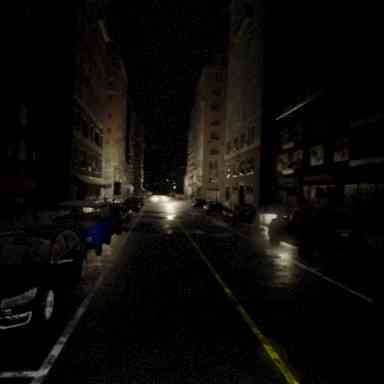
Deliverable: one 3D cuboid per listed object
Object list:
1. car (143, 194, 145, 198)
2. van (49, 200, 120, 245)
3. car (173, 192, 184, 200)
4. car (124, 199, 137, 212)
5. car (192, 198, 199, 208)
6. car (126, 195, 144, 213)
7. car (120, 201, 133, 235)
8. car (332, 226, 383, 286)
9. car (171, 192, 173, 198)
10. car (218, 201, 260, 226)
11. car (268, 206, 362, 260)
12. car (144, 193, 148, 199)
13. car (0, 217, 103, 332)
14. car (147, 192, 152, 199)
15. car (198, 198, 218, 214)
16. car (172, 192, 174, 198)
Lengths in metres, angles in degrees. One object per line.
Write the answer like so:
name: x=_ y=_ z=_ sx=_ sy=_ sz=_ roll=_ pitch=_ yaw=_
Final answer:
car: x=-6.832 y=1.298 z=39.444 sx=1.802 sy=1.307 sz=4.206 roll=2 pitch=0 yaw=-6
van: x=-3.837 y=1.195 z=12.100 sx=1.690 sy=1.788 sz=3.998 roll=2 pitch=0 yaw=-6
car: x=-2.952 y=1.258 z=82.713 sx=1.967 sy=1.590 sz=4.097 roll=2 pitch=0 yaw=-6
car: x=-5.039 y=1.380 z=23.038 sx=1.802 sy=1.307 sz=4.206 roll=2 pitch=0 yaw=-6
car: x=1.041 y=1.530 z=45.840 sx=1.947 sy=1.339 sz=4.313 roll=2 pitch=0 yaw=-6
car: x=-6.234 y=1.309 z=33.975 sx=1.947 sy=1.339 sz=4.313 roll=2 pitch=0 yaw=-6
car: x=-4.441 y=1.392 z=17.569 sx=1.947 sy=1.339 sz=4.313 roll=2 pitch=0 yaw=-6
car: x=5.224 y=1.739 z=7.558 sx=1.802 sy=1.307 sz=4.206 roll=2 pitch=0 yaw=-6
car: x=-4.111 y=1.336 z=93.469 sx=2.008 sy=1.369 sz=4.403 roll=2 pitch=0 yaw=-6
car: x=3.436 y=1.513 z=23.964 sx=1.967 sy=1.590 sz=4.097 roll=2 pitch=0 yaw=-6
car: x=4.634 y=1.444 z=13.026 sx=2.192 sy=1.841 sz=5.009 roll=2 pitch=0 yaw=-6
car: x=-7.425 y=1.130 z=44.913 sx=1.967 sy=1.590 sz=4.097 roll=2 pitch=0 yaw=-6
car: x=-3.246 y=1.433 z=6.631 sx=2.008 sy=1.369 sz=4.403 roll=2 pitch=0 yaw=-6
car: x=-11.427 y=1.125 z=81.800 sx=1.802 sy=1.307 sz=4.206 roll=2 pitch=0 yaw=-6
car: x=2.237 y=1.569 z=34.902 sx=2.008 sy=1.369 sz=4.403 roll=2 pitch=0 yaw=-6
car: x=-3.551 y=1.326 z=88.261 sx=1.752 sy=1.417 sz=4.829 roll=2 pitch=0 yaw=-6
